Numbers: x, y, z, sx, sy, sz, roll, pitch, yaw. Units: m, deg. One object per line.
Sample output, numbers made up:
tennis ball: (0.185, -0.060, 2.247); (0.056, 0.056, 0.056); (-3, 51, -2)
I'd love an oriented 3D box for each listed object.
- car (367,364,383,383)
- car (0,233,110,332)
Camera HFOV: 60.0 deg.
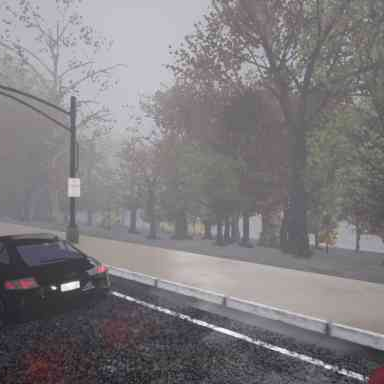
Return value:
car: (3.226, 1.478, 0.942); (5.008, 1.535, 1.882); (0, 0, 42)
car: (-3.560, 1.562, 6.964); (4.181, 1.385, 1.994); (0, 0, 42)
